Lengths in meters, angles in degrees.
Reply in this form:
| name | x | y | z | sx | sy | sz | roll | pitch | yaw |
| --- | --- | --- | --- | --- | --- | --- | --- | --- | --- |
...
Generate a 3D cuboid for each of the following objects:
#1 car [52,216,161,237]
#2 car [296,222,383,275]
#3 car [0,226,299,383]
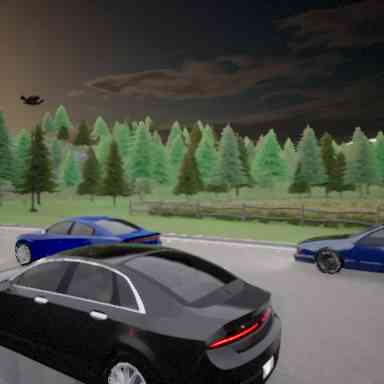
| name | x | y | z | sx | sy | sz | roll | pitch | yaw |
| --- | --- | --- | --- | --- | --- | --- | --- | --- | --- |
| car | -3.200 | 1.454 | 9.945 | 5.008 | 1.535 | 1.882 | 0 | 0 | 31 |
| car | 5.478 | 1.481 | 8.568 | 5.357 | 1.411 | 2.033 | 0 | 0 | 35 |
| car | -1.274 | 1.492 | 4.638 | 4.892 | 1.490 | 1.837 | 0 | 0 | 33 |
